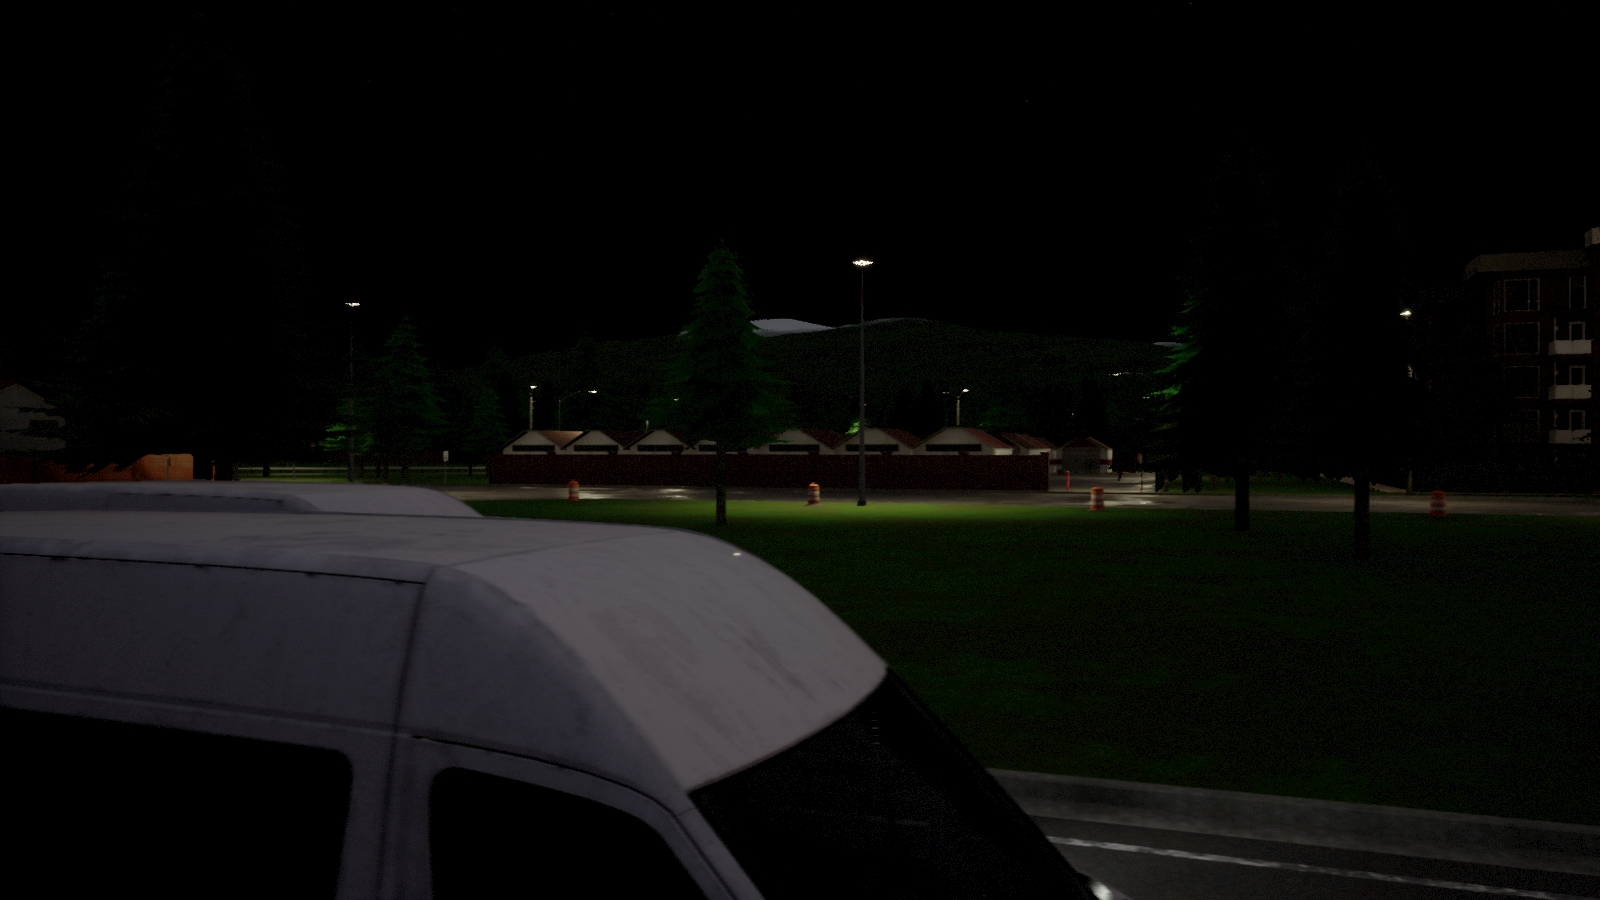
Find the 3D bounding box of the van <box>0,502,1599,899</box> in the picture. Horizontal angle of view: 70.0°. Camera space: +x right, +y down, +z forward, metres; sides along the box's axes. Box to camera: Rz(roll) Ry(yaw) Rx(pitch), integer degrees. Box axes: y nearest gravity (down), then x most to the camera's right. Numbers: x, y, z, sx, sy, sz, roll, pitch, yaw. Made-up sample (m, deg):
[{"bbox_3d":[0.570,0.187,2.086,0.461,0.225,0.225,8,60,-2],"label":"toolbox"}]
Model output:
[{"bbox_3d":[-1.171,1.535,3.730,5.915,2.561,1.988,0,0,20],"label":"van"}]
